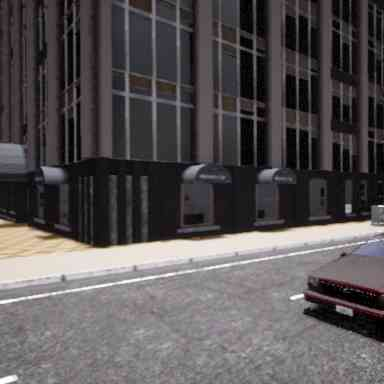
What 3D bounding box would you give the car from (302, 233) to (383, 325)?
[{"bbox_3d":[4.678,1.574,7.033,5.357,1.411,2.033,0,0,-36],"label":"car"}]
